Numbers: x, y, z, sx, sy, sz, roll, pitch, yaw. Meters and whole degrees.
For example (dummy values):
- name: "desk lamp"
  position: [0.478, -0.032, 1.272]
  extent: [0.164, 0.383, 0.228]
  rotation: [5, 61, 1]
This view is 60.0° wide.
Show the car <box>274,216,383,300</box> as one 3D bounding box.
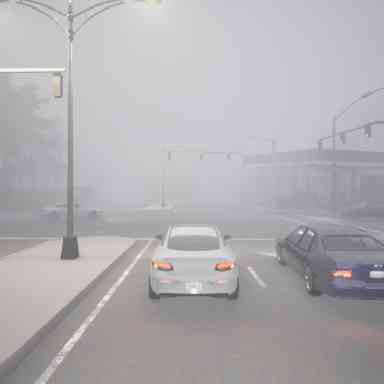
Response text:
- name: "car"
  position: [3.511, 1.545, 8.567]
  extent: [2.033, 1.411, 5.357]
  rotation: [0, 0, 3]

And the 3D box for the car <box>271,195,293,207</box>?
- name: "car"
  position: [12.891, 1.261, 47.890]
  extent: [2.242, 1.667, 4.611]
  rotation: [0, 0, 0]

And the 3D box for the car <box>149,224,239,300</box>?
- name: "car"
  position: [0.032, 1.516, 8.260]
  extent: [1.812, 1.442, 4.674]
  rotation: [0, 0, 0]

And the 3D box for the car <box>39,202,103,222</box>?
- name: "car"
  position: [-9.271, 1.473, 25.737]
  extent: [4.674, 1.442, 1.812]
  rotation: [0, 0, -14]

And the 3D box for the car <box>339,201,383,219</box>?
- name: "car"
  position: [14.749, 1.523, 27.755]
  extent: [4.674, 1.442, 1.812]
  rotation: [0, 0, -1]

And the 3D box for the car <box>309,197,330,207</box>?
- name: "car"
  position: [18.630, 1.433, 48.691]
  extent: [1.970, 1.475, 3.806]
  rotation: [0, 0, 0]
